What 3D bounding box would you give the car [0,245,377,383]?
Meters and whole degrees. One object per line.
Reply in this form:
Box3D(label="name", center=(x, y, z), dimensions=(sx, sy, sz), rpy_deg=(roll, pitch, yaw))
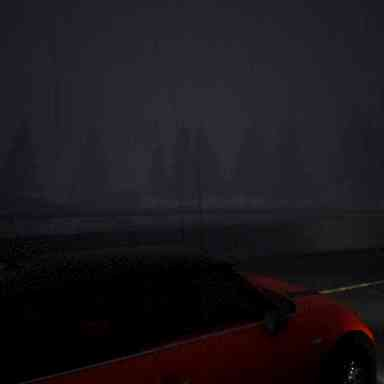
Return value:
Box3D(label="car", center=(-0.213, 1.351, 3.309), dimensions=(4.553, 1.767, 2.097), rpy_deg=(0, 0, -33))
